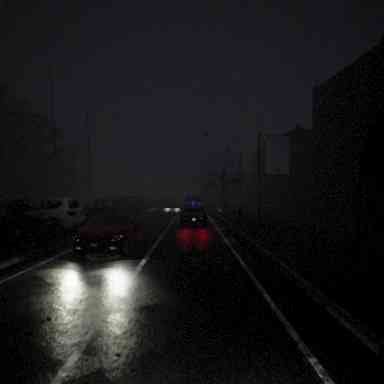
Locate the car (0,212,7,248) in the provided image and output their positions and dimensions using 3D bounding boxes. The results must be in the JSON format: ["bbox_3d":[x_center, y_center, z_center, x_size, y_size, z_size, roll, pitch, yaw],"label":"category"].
[{"bbox_3d":[-8.829,1.527,10.194,4.892,1.521,2.231,0,0,0],"label":"car"}]

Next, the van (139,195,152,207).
[{"bbox_3d":[-8.719,1.607,49.438,4.442,1.987,1.878,0,-1,0],"label":"van"}]

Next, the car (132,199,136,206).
[{"bbox_3d":[-8.865,1.734,35.420,4.792,1.488,2.163,0,-1,0],"label":"car"}]

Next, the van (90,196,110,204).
[{"bbox_3d":[-22.034,1.886,79.708,4.442,1.987,1.878,0,-1,0],"label":"van"}]

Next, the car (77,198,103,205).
[{"bbox_3d":[-21.888,2.065,71.380,4.792,1.488,2.163,0,-1,0],"label":"car"}]

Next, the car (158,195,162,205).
[{"bbox_3d":[-8.808,1.685,60.651,5.566,2.045,2.435,0,-1,0],"label":"car"}]

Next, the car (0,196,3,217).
[{"bbox_3d":[-21.886,1.426,32.394,5.566,2.045,2.435,0,-1,0],"label":"car"}]

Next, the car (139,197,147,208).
[{"bbox_3d":[-8.807,1.811,43.829,4.792,1.488,2.163,0,-1,0],"label":"car"}]

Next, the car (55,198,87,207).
[{"bbox_3d":[-21.922,1.935,60.276,4.892,1.521,2.231,0,-1,0],"label":"car"}]

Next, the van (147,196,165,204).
[{"bbox_3d":[-8.955,1.916,83.074,4.442,1.987,1.878,0,0,0],"label":"van"}]

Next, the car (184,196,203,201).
[{"bbox_3d":[0.160,1.500,40.929,2.150,2.045,5.566,0,-1,0],"label":"car"}]

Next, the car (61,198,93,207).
[{"bbox_3d":[-21.731,1.956,63.053,5.366,1.575,1.946,0,-1,0],"label":"car"}]

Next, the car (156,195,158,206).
[{"bbox_3d":[-8.805,1.785,57.846,4.553,1.767,2.185,0,-1,0],"label":"car"}]

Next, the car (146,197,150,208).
[{"bbox_3d":[-8.831,1.807,46.633,5.008,1.535,2.097,0,-1,0],"label":"car"}]

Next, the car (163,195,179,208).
[{"bbox_3d":[-3.241,1.766,55.606,2.097,1.767,4.553,0,-1,0],"label":"car"}]

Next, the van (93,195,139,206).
[{"bbox_3d":[-8.719,1.504,38.225,4.442,1.987,1.878,0,-1,0],"label":"van"}]

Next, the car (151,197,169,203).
[{"bbox_3d":[-8.868,2.225,91.491,4.792,1.488,2.163,0,0,0],"label":"car"}]

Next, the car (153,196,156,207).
[{"bbox_3d":[-8.805,1.759,55.043,4.553,1.767,2.185,0,-1,0],"label":"car"}]

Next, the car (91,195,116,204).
[{"bbox_3d":[-21.946,1.886,82.484,5.566,2.045,2.435,0,-1,0],"label":"car"}]

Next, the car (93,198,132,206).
[{"bbox_3d":[-9.021,1.676,32.617,5.366,1.575,1.946,0,-1,0],"label":"car"}]

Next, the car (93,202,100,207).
[{"bbox_3d":[-8.830,1.594,21.411,4.892,1.521,2.231,0,0,0],"label":"car"}]

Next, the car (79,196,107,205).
[{"bbox_3d":[-21.946,1.810,74.157,5.566,2.045,2.435,0,-1,0],"label":"car"}]

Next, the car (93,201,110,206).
[{"bbox_3d":[-8.806,1.641,24.209,4.792,1.488,2.163,0,0,0],"label":"car"}]

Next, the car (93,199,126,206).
[{"bbox_3d":[-8.830,1.654,29.817,5.008,1.535,2.097,0,-1,0],"label":"car"}]

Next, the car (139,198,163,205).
[{"bbox_3d":[-8.831,2.040,71.861,4.892,1.521,2.231,0,-1,0],"label":"car"}]

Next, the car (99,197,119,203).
[{"bbox_3d":[-21.946,2.206,88.034,4.792,1.488,2.163,0,0,0],"label":"car"}]

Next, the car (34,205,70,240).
[{"bbox_3d":[-8.829,1.559,15.800,5.008,1.535,2.097,0,0,0],"label":"car"}]

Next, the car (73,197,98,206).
[{"bbox_3d":[-21.948,1.885,68.604,4.553,1.767,2.185,0,-1,0],"label":"car"}]

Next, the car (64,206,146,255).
[{"bbox_3d":[-3.332,1.558,13.804,1.882,1.535,5.008,0,0,0],"label":"car"}]

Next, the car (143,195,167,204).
[{"bbox_3d":[-8.810,1.865,80.274,5.566,2.045,2.435,0,-1,0],"label":"car"}]

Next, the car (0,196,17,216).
[{"bbox_3d":[-21.887,1.451,35.056,5.566,2.045,2.435,0,-1,0],"label":"car"}]

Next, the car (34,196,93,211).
[{"bbox_3d":[-8.863,1.325,18.606,5.566,2.045,2.435,0,0,0],"label":"car"}]

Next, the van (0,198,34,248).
[{"bbox_3d":[-8.951,1.317,12.998,4.442,1.987,1.878,0,0,0],"label":"van"}]

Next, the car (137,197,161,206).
[{"bbox_3d":[-8.868,1.887,69.059,4.553,1.767,2.185,0,-1,0],"label":"car"}]

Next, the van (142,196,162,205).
[{"bbox_3d":[-8.954,1.839,74.666,4.442,1.987,1.878,0,-1,0],"label":"van"}]

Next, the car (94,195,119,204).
[{"bbox_3d":[-21.889,1.907,85.261,5.566,2.045,2.435,0,0,0],"label":"car"}]

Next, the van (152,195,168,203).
[{"bbox_3d":[-8.955,1.978,94.294,4.442,1.987,1.878,0,0,0],"label":"van"}]

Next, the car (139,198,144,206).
[{"bbox_3d":[-8.807,1.785,41.026,4.792,1.488,2.163,0,-1,0],"label":"car"}]

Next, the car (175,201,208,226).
[{"bbox_3d":[0.133,1.637,24.590,2.128,1.511,4.902,0,-1,0],"label":"car"}]

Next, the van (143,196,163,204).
[{"bbox_3d":[-8.954,1.865,77.469,4.442,1.987,1.878,0,-1,0],"label":"van"}]
